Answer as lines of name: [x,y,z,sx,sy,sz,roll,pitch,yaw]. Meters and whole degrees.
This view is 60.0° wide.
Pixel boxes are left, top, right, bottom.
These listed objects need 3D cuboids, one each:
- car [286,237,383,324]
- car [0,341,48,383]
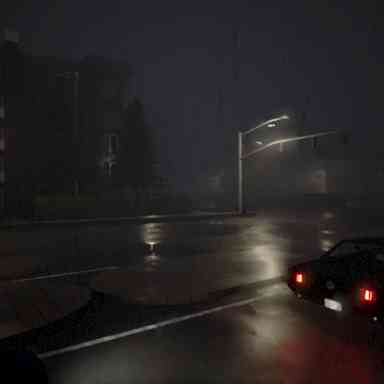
car: [4.174,1.600,6.845,4.718,1.301,1.895,0,0,-35]
car: [-3.144,1.526,1.517,4.674,1.442,1.812,0,0,-36]
